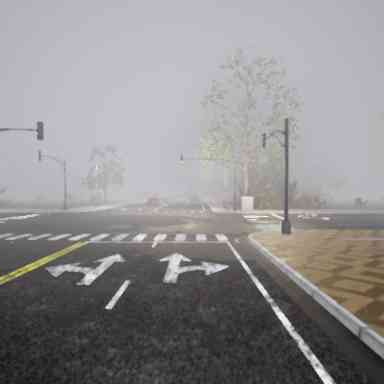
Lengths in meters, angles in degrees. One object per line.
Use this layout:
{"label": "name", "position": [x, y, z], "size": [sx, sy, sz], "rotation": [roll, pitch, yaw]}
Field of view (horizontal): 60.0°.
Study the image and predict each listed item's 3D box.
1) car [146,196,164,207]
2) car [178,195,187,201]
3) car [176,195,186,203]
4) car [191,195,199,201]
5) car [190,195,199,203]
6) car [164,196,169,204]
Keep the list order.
{"label": "car", "position": [-6.316, 1.578, 54.585], "size": [1.882, 1.535, 5.008], "rotation": [0, 0, 2]}
{"label": "car", "position": [-2.469, 1.566, 85.775], "size": [2.033, 1.411, 5.357], "rotation": [0, 0, 1]}
{"label": "car", "position": [-2.643, 1.715, 75.804], "size": [1.895, 1.301, 4.718], "rotation": [0, 0, 1]}
{"label": "car", "position": [0.780, 1.505, 85.718], "size": [1.882, 1.535, 5.008], "rotation": [0, 0, 1]}
{"label": "car", "position": [0.605, 1.475, 75.654], "size": [2.097, 1.767, 4.553], "rotation": [0, 0, 1]}
{"label": "car", "position": [-5.997, 1.643, 69.838], "size": [2.128, 1.511, 4.902], "rotation": [0, 0, 1]}
